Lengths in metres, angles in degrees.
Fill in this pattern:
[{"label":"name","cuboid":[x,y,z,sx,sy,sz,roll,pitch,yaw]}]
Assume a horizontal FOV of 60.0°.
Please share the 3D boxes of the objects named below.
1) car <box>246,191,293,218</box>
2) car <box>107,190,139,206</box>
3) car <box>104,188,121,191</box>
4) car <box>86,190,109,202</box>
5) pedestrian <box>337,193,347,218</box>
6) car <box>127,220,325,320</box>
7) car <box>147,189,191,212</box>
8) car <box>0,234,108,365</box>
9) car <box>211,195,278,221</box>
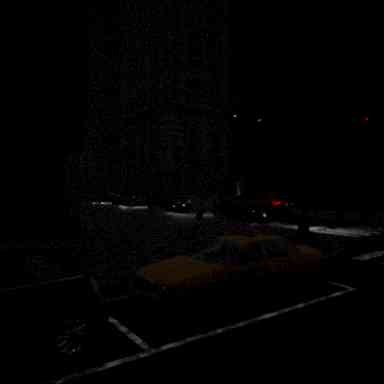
[{"label":"car","cuboid":[5.406,0.958,26.777,2.150,2.045,5.566,0,1,-36]},{"label":"car","cuboid":[-8.143,0.891,40.123,1.812,1.442,4.674,0,1,-36]},{"label":"car","cuboid":[-12.663,0.371,51.910,2.150,2.045,5.566,0,1,-36]},{"label":"car","cuboid":[-13.953,0.742,48.294,1.994,1.385,4.181,0,1,-35]},{"label":"pedestrian","cuboid":[10.887,0.991,24.258,0.375,1.860,0.375,2,-1,-36]},{"label":"car","cuboid":[0.991,1.546,7.358,4.829,1.417,1.752,0,0,-36]},{"label":"car","cuboid":[-2.341,0.776,32.014,2.150,2.045,5.566,0,1,-35]},{"label":"car","cuboid":[-3.311,1.439,4.287,4.097,1.590,1.967,0,0,-36]},{"label":"car","cuboid":[3.394,1.238,24.009,2.128,1.511,4.902,0,1,-36]}]
